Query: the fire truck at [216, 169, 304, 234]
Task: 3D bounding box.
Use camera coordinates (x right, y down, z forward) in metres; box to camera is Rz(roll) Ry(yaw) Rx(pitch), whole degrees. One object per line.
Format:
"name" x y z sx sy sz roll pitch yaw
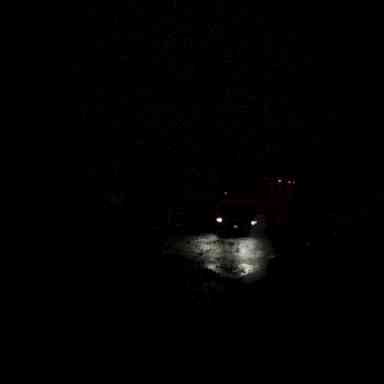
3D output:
"fire truck" 4.930 0.555 22.055 2.891 3.827 8.468 1 0 36
